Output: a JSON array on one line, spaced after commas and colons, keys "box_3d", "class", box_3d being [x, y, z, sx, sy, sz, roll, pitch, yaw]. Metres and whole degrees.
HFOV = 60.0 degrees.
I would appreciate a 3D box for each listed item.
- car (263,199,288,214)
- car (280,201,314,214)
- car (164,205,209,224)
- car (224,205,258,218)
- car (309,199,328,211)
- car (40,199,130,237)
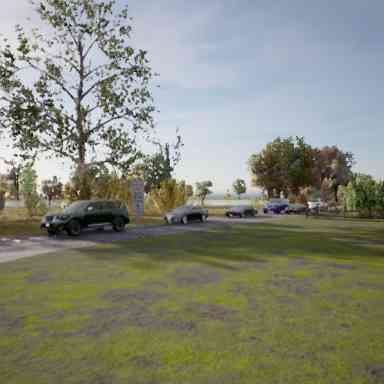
[{"box_3d": [11.760, 1.943, 45.980, 2.150, 2.045, 5.566, -1, -2, 36], "class": "car"}, {"box_3d": [14.044, 2.221, 44.286, 2.033, 1.411, 5.357, -1, -2, 35], "class": "car"}, {"box_3d": [-0.421, 1.895, 28.656, 2.128, 1.511, 4.902, -1, -1, 35], "class": "car"}, {"box_3d": [5.645, 2.109, 37.317, 2.033, 1.411, 5.357, -1, -2, 35], "class": "car"}, {"box_3d": [19.979, 2.055, 52.872, 2.150, 2.045, 5.566, -1, -2, 35], "class": "car"}, {"box_3d": [-6.259, 1.473, 20.289, 2.150, 2.045, 5.566, -1, -2, 34], "class": "car"}]
